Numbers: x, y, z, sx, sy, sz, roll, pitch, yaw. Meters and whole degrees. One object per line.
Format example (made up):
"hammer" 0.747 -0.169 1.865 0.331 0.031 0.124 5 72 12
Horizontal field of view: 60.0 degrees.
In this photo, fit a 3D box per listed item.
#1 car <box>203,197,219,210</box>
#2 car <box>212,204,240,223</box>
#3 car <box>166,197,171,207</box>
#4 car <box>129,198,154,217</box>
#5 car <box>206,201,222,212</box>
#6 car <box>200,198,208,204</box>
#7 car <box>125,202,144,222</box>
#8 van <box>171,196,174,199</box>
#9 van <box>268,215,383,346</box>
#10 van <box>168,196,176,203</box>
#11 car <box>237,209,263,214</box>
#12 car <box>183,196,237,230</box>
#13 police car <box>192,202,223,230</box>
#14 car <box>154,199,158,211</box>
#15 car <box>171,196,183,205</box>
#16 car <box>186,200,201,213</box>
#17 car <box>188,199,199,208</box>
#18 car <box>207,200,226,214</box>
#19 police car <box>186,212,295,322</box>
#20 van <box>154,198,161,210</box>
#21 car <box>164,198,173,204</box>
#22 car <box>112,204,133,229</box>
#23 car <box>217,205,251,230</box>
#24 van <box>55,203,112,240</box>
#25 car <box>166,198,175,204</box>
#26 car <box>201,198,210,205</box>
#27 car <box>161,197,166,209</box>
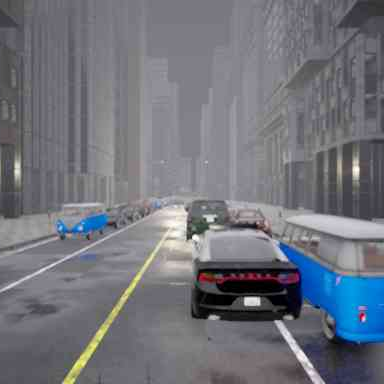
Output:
"car" 2.935 1.738 51.320 2.192 1.841 5.009 0 0 0
"car" 2.860 1.787 28.773 2.008 1.369 4.403 0 0 0
"car" -5.551 1.962 62.611 1.967 1.590 4.097 0 0 0
"car" -5.647 1.604 34.429 2.192 1.841 5.009 0 0 0
"car" 2.917 1.942 45.681 1.947 1.339 4.313 0 0 0
"car" 3.050 2.272 85.133 1.947 1.339 4.313 0 0 0
"car" -5.665 1.808 28.791 1.947 1.339 4.313 0 0 0
"van" -5.513 1.957 73.885 1.690 1.788 3.998 0 0 0
"van" 2.782 1.391 6.230 1.690 1.788 3.998 0 0 0
"van" -5.456 2.102 90.793 1.690 1.788 3.998 0 0 0
"car" 2.821 1.583 17.502 1.967 1.590 4.097 0 0 0
"car" 0.795 1.361 17.576 2.150 2.045 5.566 0 -1 0
"police car" 0.982 1.621 23.661 1.930 1.638 5.238 0 0 0
"car" -5.627 1.880 40.064 1.887 1.381 4.507 0 0 0
"car" -2.758 2.153 70.829 1.994 1.385 4.181 0 0 0
"car" 0.189 1.873 44.405 1.837 1.490 4.892 0 0 1
"car" 0.196 1.980 57.396 1.837 1.490 4.892 0 0 0
"car" 2.897 1.770 40.045 1.967 1.590 4.097 0 0 0
"police car" 0.928 1.489 7.661 1.930 1.638 5.238 0 0 0
"van" -5.609 1.723 45.702 1.690 1.788 3.998 0 0 0
"car" -5.494 2.188 79.350 1.752 1.417 4.829 0 0 0
"car" -5.684 1.761 23.154 1.947 1.339 4.313 0 0 0
"car" 2.841 1.717 23.307 1.752 1.417 4.829 0 0 0
"van" -5.704 1.490 17.520 1.690 1.788 3.998 0 0 0
"car" -5.475 2.263 85.155 2.008 1.369 4.403 0 0 0
"car" 3.012 2.051 73.862 1.967 1.590 4.097 0 0 0
"car" -5.589 1.869 51.338 1.967 1.590 4.097 0 0 0
